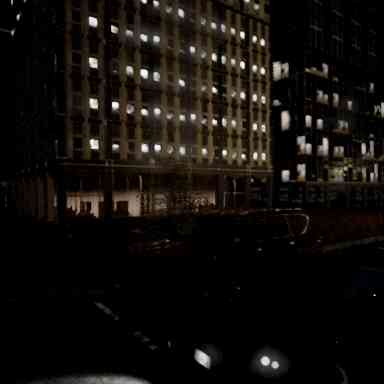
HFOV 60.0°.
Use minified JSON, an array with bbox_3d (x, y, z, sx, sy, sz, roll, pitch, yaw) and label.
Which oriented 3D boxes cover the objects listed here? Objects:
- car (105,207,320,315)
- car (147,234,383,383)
[{"bbox_3d":[0.765,1.285,7.112,5.009,1.841,2.192,0,0,-35],"label":"car"},{"bbox_3d":[1.744,1.538,4.602,4.181,1.385,1.994,0,0,-35],"label":"car"}]
